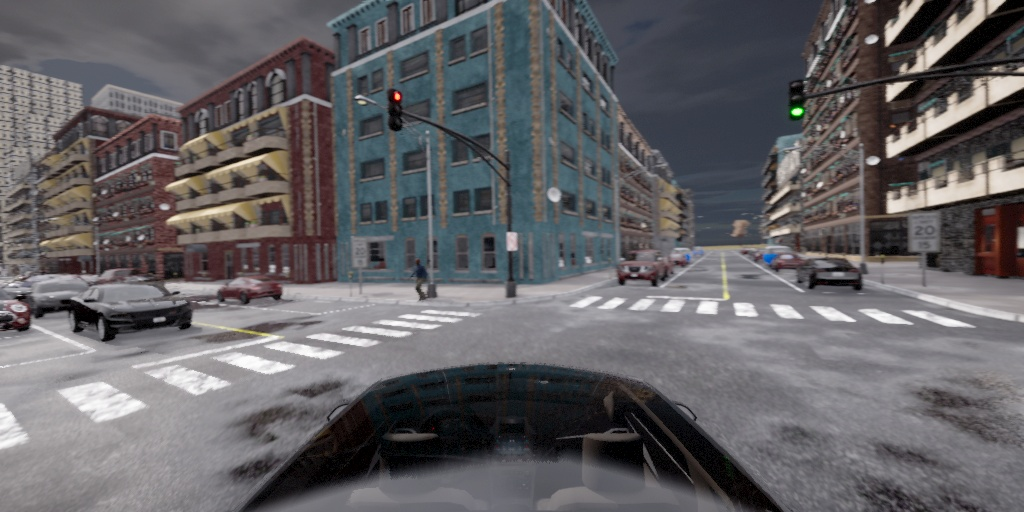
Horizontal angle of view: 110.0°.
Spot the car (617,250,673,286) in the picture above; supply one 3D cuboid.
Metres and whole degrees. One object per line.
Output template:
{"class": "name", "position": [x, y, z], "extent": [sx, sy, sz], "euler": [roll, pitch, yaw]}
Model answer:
{"class": "car", "position": [7.446, 0.585, 20.271], "extent": [2.192, 1.841, 5.009], "euler": [0, 0, 30]}

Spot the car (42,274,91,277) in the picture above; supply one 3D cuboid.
{"class": "car", "position": [-35.161, 2.311, 28.439], "extent": [4.674, 1.442, 1.812], "euler": [-2, 1, 31]}

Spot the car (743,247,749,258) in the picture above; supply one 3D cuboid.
{"class": "car", "position": [33.845, -0.323, 49.842], "extent": [2.007, 1.370, 4.403], "euler": [0, 0, 30]}

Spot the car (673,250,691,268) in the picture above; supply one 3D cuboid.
{"class": "car", "position": [15.845, 0.375, 34.648], "extent": [1.888, 1.381, 4.507], "euler": [0, 0, 30]}

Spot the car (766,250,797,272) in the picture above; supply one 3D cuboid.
{"class": "car", "position": [19.848, 0.447, 25.879], "extent": [1.802, 1.307, 4.207], "euler": [0, 0, 30]}

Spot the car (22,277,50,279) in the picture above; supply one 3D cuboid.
{"class": "car", "position": [-29.119, 2.190, 21.482], "extent": [4.181, 1.385, 1.994], "euler": [-2, 1, 30]}

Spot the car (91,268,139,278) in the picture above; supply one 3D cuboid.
{"class": "car", "position": [-32.515, 1.997, 29.816], "extent": [5.009, 1.841, 2.192], "euler": [0, 0, 31]}

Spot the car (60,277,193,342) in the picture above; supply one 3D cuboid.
{"class": "car", "position": [-12.073, 1.582, 11.321], "extent": [5.008, 1.535, 1.882], "euler": [-2, 0, 30]}

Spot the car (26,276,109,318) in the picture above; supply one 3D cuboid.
{"class": "car", "position": [-20.580, 1.870, 16.393], "extent": [4.892, 1.490, 1.837], "euler": [-2, 0, 31]}

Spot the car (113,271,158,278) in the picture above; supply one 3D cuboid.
{"class": "car", "position": [-27.749, 2.102, 26.978], "extent": [4.313, 1.339, 1.948], "euler": [0, 0, 31]}

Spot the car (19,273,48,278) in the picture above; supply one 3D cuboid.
{"class": "car", "position": [-44.443, 2.595, 33.919], "extent": [4.674, 1.442, 1.812], "euler": [-2, 1, 31]}

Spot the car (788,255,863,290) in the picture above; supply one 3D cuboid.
{"class": "car", "position": [14.249, 0.724, 16.295], "extent": [1.948, 1.339, 4.313], "euler": [0, 0, 30]}

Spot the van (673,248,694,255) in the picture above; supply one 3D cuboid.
{"class": "van", "position": [18.644, 0.023, 39.441], "extent": [1.690, 1.789, 3.998], "euler": [0, 0, 30]}

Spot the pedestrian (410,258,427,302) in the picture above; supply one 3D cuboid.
{"class": "pedestrian", "position": [-3.772, 0.944, 14.662], "extent": [0.375, 1.860, 0.375], "euler": [-1, 2, 31]}

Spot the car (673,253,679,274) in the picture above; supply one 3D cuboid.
{"class": "car", "position": [10.246, 0.669, 25.063], "extent": [1.888, 1.381, 4.507], "euler": [0, 0, 30]}

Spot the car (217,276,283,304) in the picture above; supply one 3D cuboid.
{"class": "car", "position": [-13.449, 1.681, 18.468], "extent": [4.207, 1.307, 1.802], "euler": [0, 0, 31]}

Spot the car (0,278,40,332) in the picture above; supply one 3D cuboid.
{"class": "car", "position": [-17.458, 1.731, 11.681], "extent": [4.097, 1.591, 1.967], "euler": [0, 0, 31]}

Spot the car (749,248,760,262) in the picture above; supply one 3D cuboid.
{"class": "car", "position": [28.246, -0.138, 40.256], "extent": [1.967, 1.591, 4.097], "euler": [0, 0, 30]}

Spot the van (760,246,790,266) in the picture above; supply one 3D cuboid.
{"class": "van", "position": [22.648, 0.058, 30.672], "extent": [1.690, 1.789, 3.998], "euler": [0, 0, 30]}
